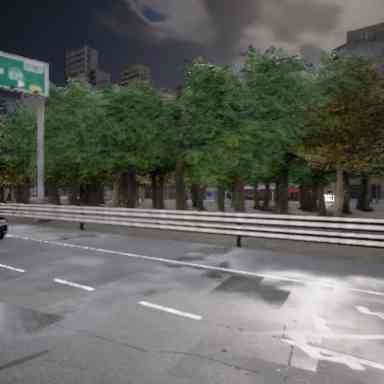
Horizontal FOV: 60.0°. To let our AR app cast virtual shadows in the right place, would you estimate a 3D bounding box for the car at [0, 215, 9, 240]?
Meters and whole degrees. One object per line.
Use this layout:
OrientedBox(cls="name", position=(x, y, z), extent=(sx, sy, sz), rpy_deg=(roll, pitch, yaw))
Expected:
OrientedBox(cls="car", position=(-10.569, 1.487, 15.722), extent=(4.902, 1.511, 2.128), rpy_deg=(0, 0, 36))
